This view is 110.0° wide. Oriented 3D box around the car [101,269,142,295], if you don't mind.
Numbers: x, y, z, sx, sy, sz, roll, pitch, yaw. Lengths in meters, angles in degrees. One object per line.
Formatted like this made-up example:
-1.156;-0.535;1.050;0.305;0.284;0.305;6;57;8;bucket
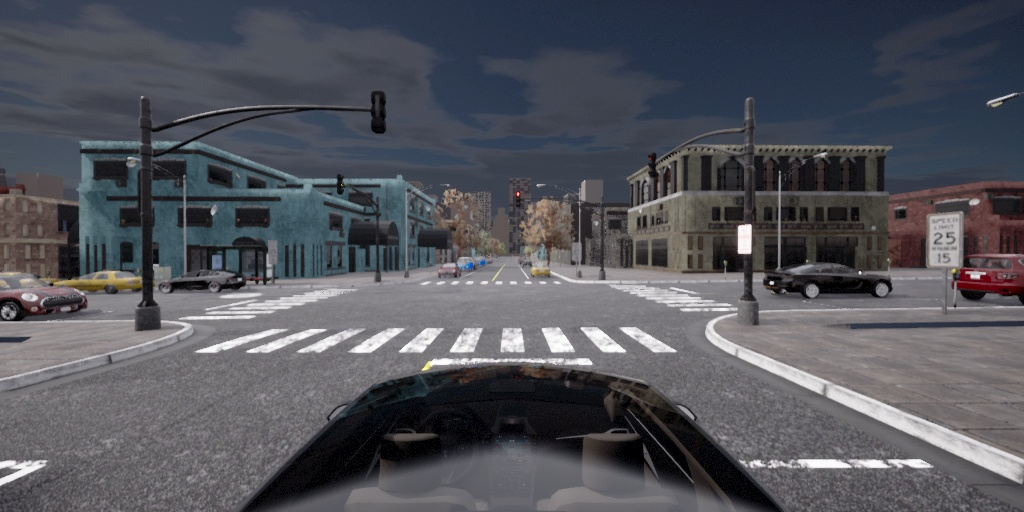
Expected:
-24.050;1.487;21.143;4.829;1.417;1.751;0;0;-1;car

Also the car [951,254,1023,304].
19.925;0.834;13.634;5.009;1.841;2.192;0;0;-1;car

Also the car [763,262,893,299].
14.178;1.040;16.204;5.008;1.535;1.882;-1;1;-1;car

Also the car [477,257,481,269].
-5.782;1.250;50.109;1.888;1.381;4.507;0;0;0;car

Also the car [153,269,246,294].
-18.227;1.460;21.259;4.313;1.339;1.948;0;0;-1;car

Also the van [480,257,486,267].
-5.803;1.035;61.201;1.690;1.789;3.998;0;0;0;van

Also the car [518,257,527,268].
2.578;1.245;61.217;2.007;1.370;4.403;0;0;0;car

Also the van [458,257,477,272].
-5.770;1.051;44.562;1.690;1.789;3.998;0;0;0;van

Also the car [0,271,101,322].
-18.091;1.414;12.913;4.097;1.591;1.967;0;0;-1;car

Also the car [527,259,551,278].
2.631;1.246;33.656;1.751;1.417;4.829;0;0;0;car

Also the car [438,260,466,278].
-5.748;1.303;33.469;1.802;1.307;4.207;0;0;0;car
